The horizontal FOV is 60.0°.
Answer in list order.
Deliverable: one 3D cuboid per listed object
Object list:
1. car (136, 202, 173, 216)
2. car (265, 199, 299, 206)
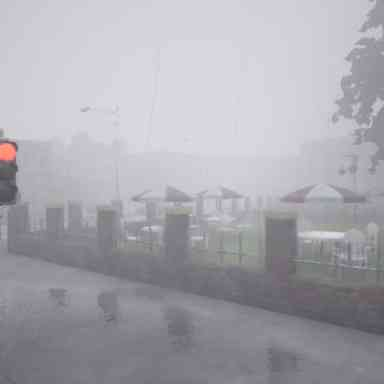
[{"bbox_3d":[-3.566,1.566,32.913,1.994,1.385,4.181,0,0,36],"label":"car"},{"bbox_3d":[13.089,1.510,48.405,4.892,1.490,1.837,0,0,0],"label":"car"}]
